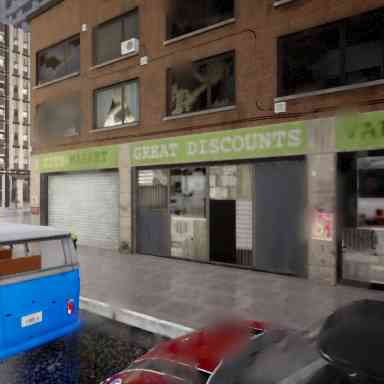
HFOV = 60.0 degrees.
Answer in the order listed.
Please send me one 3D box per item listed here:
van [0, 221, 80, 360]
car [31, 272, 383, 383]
[{"bbox_3d":[-3.492,1.343,5.204,3.998,1.788,1.690,0,0,35],"label":"van"},{"bbox_3d":[1.147,1.440,1.909,4.097,1.590,1.967,0,0,35],"label":"car"}]
